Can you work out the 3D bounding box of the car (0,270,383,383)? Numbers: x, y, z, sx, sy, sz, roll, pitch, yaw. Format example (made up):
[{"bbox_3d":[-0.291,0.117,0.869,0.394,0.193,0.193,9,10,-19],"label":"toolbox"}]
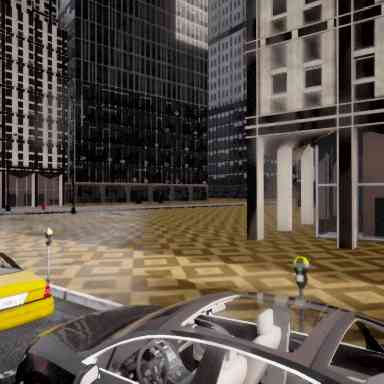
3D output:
[{"bbox_3d":[0.290,1.551,2.670,4.403,1.369,2.008,0,0,36],"label":"car"}]

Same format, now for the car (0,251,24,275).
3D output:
[{"bbox_3d":[-4.464,1.525,6.064,4.829,1.417,1.752,0,0,36],"label":"car"}]
